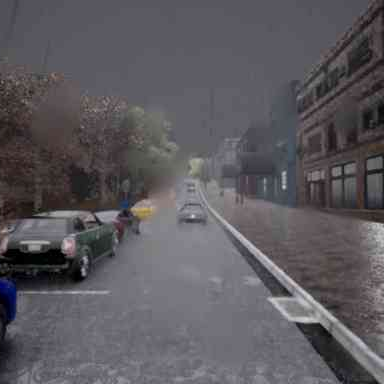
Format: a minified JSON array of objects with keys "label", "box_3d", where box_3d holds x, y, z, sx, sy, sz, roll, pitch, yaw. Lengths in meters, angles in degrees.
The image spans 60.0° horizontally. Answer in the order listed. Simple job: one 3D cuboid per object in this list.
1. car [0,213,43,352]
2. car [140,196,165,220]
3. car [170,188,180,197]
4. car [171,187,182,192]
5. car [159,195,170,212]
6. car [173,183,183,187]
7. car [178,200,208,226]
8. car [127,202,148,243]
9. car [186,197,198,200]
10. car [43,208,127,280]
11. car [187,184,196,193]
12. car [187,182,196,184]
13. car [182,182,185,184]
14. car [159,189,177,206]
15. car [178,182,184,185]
[{"label":"car","box_3d":[-3.657,1.221,2.410,2.435,2.045,5.566,0,0,2]},{"label":"car","box_3d":[-3.702,1.374,26.916,1.946,1.575,5.366,0,1,2]},{"label":"car","box_3d":[-3.753,0.632,57.325,1.946,1.575,5.366,1,3,2]},{"label":"car","box_3d":[-3.768,0.361,63.058,2.231,1.521,4.892,1,4,2]},{"label":"car","box_3d":[-3.722,1.375,33.052,2.002,1.452,4.674,0,0,2]},{"label":"car","box_3d":[-3.812,-0.444,74.167,2.185,1.767,4.553,0,4,2]},{"label":"car","box_3d":[0.051,1.481,22.708,1.994,1.385,4.181,0,0,0]},{"label":"car","box_3d":[-3.697,1.487,15.669,2.163,1.488,4.792,-1,1,2]},{"label":"car","box_3d":[0.012,1.267,41.167,2.033,1.411,5.357,0,1,0]},{"label":"car","box_3d":[-3.675,1.328,10.064,2.185,1.767,4.553,0,1,2]},{"label":"car","box_3d":[-0.161,-0.498,75.871,1.812,1.442,4.674,0,4,0]},{"label":"car","box_3d":[-0.190,-1.748,89.668,2.150,2.045,5.566,0,4,0]},{"label":"car","box_3d":[-3.834,-1.041,85.319,2.231,1.521,4.892,0,4,2]},{"label":"car","box_3d":[-3.727,0.939,46.308,2.185,1.767,4.553,2,2,2]},{"label":"car","box_3d":[-3.824,-0.804,79.727,2.185,1.767,4.553,0,4,2]}]
